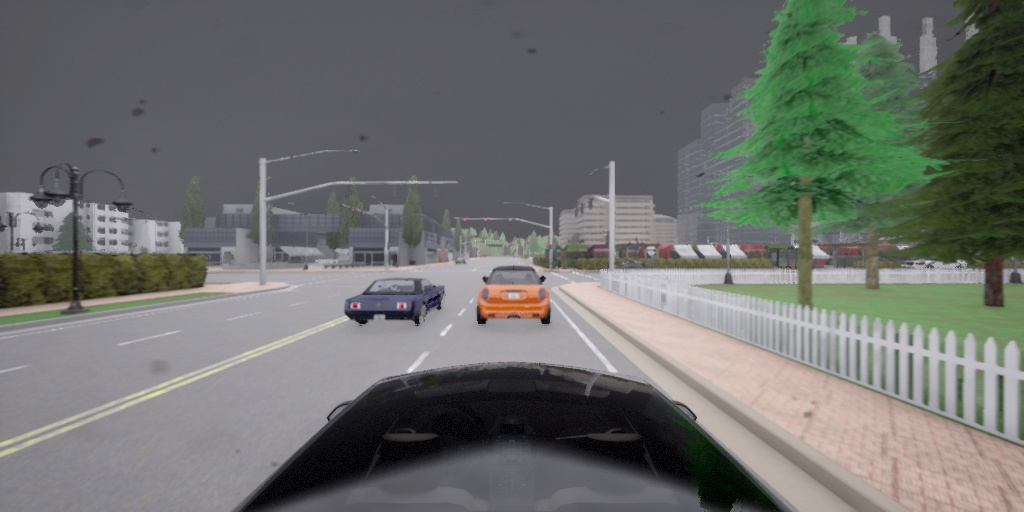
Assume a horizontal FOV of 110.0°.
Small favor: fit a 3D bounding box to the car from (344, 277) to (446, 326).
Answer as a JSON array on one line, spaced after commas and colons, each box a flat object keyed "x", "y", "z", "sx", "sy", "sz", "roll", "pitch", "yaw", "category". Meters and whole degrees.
[{"x": -3.437, "y": 1.319, "z": 11.578, "sx": 1.895, "sy": 1.301, "sz": 4.718, "roll": 0, "pitch": 0, "yaw": 0, "category": "car"}]

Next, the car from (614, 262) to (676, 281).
[{"x": 10.245, "y": 1.209, "z": 27.983, "sx": 4.892, "sy": 1.490, "sz": 1.837, "roll": 0, "pitch": 0, "yaw": -1, "category": "car"}]

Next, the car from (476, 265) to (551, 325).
[{"x": 0.065, "y": 1.072, "z": 11.829, "sx": 2.097, "sy": 1.767, "sz": 4.553, "roll": 0, "pitch": 0, "yaw": 0, "category": "car"}]

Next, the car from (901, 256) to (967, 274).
[{"x": 46.281, "y": 0.853, "z": 39.379, "sx": 5.566, "sy": 2.045, "sz": 2.150, "roll": 0, "pitch": 0, "yaw": -1, "category": "car"}]
